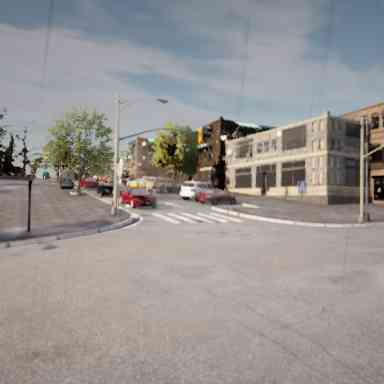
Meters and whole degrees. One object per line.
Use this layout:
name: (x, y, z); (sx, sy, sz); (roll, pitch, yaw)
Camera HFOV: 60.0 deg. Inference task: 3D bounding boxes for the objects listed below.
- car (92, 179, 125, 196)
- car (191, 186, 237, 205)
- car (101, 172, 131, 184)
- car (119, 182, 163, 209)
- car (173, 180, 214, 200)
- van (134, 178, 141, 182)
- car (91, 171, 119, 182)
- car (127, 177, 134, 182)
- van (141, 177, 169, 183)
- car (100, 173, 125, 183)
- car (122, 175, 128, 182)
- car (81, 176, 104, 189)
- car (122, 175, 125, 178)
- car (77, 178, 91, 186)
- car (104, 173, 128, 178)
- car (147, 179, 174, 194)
car: (-8.912, -0.324, 35.422); (1.994, 1.385, 4.181); (2, 4, -28)
car: (2.498, 0.477, 32.638); (2.002, 1.452, 4.674); (6, 4, 43)
car: (-15.373, -2.867, 67.460); (2.435, 2.045, 5.566); (7, 4, 42)
car: (-4.359, 0.361, 26.657); (1.882, 1.535, 5.008); (2, 4, -27)
car: (1.161, -0.048, 35.326); (2.435, 2.045, 5.566); (6, 4, 43)
van: (-5.768, -1.197, 48.646); (1.878, 1.987, 4.442); (7, 4, 43)
car: (-19.611, -3.417, 75.414); (2.435, 2.045, 5.566); (0, -2, 42)
car: (-6.949, -1.207, 51.570); (1.946, 1.575, 5.366); (6, 4, 43)
van: (-4.397, -0.962, 45.957); (1.878, 1.987, 4.442); (7, 4, 43)
car: (-16.808, -2.980, 70.153); (2.185, 1.767, 4.553); (6, 3, 42)
car: (-8.442, -1.401, 54.124); (2.002, 1.452, 4.674); (7, 4, 43)
car: (-13.710, -1.222, 44.630); (1.882, 1.535, 5.008); (2, 4, -28)
car: (-9.828, -1.636, 56.807); (2.002, 1.452, 4.674); (6, 4, 43)
car: (-29.010, -2.646, 89.540); (1.837, 1.490, 4.892); (1, -3, 6)
car: (-13.849, -2.382, 64.961); (1.946, 1.575, 5.366); (6, 4, 42)
car: (-2.978, -0.501, 43.368); (2.231, 1.521, 4.892); (6, 4, 43)
